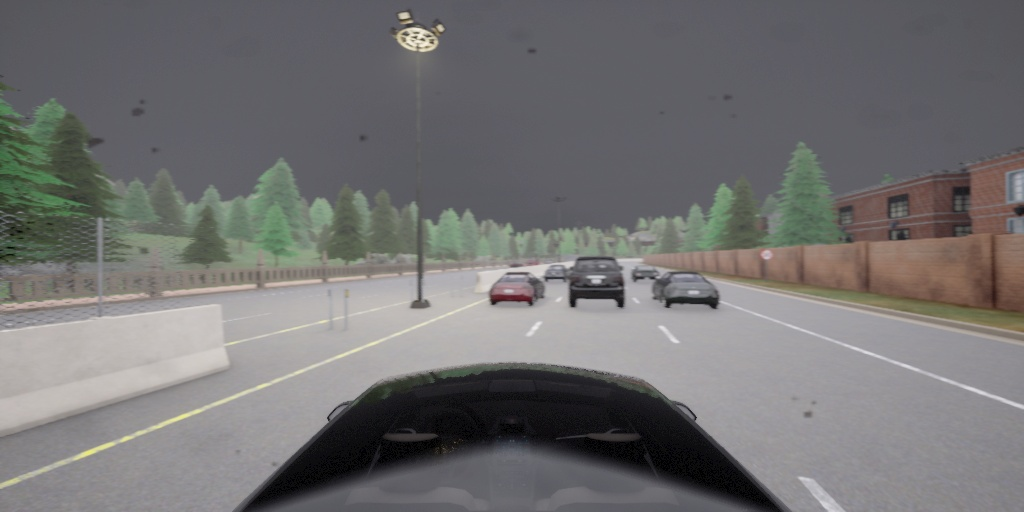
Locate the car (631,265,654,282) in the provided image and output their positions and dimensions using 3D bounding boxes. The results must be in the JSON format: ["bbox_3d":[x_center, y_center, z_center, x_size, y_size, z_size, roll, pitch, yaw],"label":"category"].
[{"bbox_3d":[10.737,1.416,29.175,1.895,1.301,4.718,-1,0,15],"label":"car"}]

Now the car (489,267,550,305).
[{"bbox_3d":[0.342,1.422,16.718,1.994,1.385,4.181,-1,0,13],"label":"car"}]

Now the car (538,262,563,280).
[{"bbox_3d":[3.938,1.464,30.849,2.033,1.411,5.357,-1,0,15],"label":"car"}]

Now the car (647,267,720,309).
[{"bbox_3d":[7.171,1.321,15.178,1.994,1.385,4.181,-1,0,14],"label":"car"}]

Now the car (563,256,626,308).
[{"bbox_3d":[3.683,1.023,15.685,2.150,2.045,5.566,-1,0,13],"label":"car"}]
